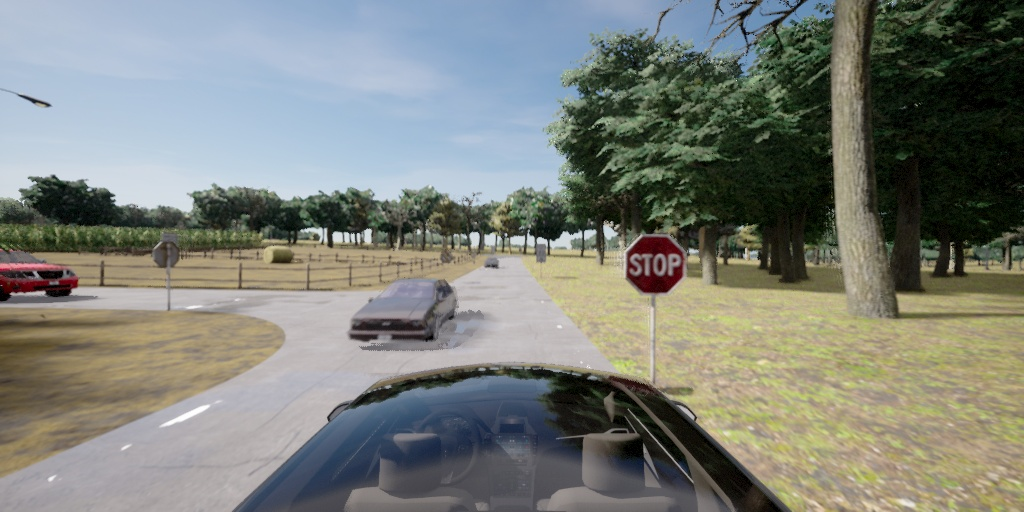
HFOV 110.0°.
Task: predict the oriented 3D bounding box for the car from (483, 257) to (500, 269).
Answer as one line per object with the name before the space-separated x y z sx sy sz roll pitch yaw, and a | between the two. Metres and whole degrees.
car | -2.686 0.964 47.644 1.837 1.490 4.892 0 1 0

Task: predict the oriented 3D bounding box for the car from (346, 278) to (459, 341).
car | -2.729 1.353 10.379 2.033 1.411 5.357 0 1 0

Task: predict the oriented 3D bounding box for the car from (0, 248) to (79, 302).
car | -20.772 0.673 14.144 5.566 2.045 2.150 1 0 1
